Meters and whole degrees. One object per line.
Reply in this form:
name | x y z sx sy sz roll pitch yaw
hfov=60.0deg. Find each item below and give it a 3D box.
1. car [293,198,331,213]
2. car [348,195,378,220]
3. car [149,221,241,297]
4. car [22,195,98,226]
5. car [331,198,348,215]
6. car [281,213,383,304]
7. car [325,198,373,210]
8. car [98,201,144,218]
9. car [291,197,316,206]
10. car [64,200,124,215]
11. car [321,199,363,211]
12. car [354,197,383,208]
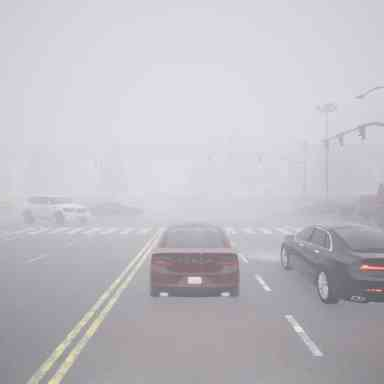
car | 13.246 1.547 32.925 5.357 1.411 2.033 0 0 0
car | 15.688 1.223 25.917 5.566 2.045 2.150 0 0 0
car | 0.058 1.478 8.614 1.882 1.535 5.008 0 0 0
car | -9.667 1.223 23.580 5.566 2.045 2.150 0 -1 31
car | 15.359 1.507 29.417 4.892 1.490 1.837 -1 0 0
car | 3.556 1.505 8.101 1.837 1.490 4.892 0 0 0
car | 20.495 1.547 43.598 5.357 1.411 2.033 0 0 0
car | -6.623 1.525 29.501 4.674 1.442 1.812 0 0 0
car | 16.576 1.505 47.112 4.892 1.490 1.837 0 0 0
car | -9.618 1.548 33.014 5.357 1.411 2.033 0 0 0
car | 17.979 1.564 40.108 4.181 1.385 1.994 0 0 0
car | 25.897 1.505 47.083 4.892 1.490 1.837 0 0 0
